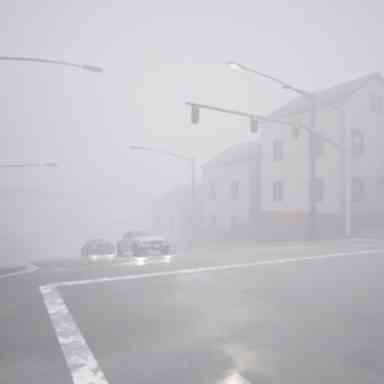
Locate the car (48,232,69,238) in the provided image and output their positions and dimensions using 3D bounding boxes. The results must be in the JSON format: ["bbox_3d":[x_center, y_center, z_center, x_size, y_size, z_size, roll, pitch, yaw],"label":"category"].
[{"bbox_3d":[-33.450,10.822,83.443,4.536,1.218,1.853,1,-1,-1],"label":"car"}]

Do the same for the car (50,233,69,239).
[{"bbox_3d":[-33.400,10.980,83.441,4.974,1.542,2.038,1,-1,-1],"label":"car"}]

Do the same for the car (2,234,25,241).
[{"bbox_3d":[-41.694,10.612,77.789,4.536,1.218,1.853,0,-1,14],"label":"car"}]

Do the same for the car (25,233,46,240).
[{"bbox_3d":[-37.635,10.706,80.132,1.853,1.218,4.536,0,-1,24],"label":"car"}]

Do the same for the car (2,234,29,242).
[{"bbox_3d":[-41.645,10.769,77.774,4.974,1.542,2.038,0,-1,14],"label":"car"}]

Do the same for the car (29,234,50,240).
[{"bbox_3d":[-37.657,10.862,80.081,2.038,1.542,4.974,0,-1,24],"label":"car"}]

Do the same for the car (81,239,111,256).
[{"bbox_3d":[-7.836,4.606,27.523,1.994,1.385,4.181,1,-13,-30],"label":"car"}]

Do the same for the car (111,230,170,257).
[{"bbox_3d":[-2.931,2.887,19.025,1.812,1.442,4.674,1,-10,-30],"label":"car"}]
